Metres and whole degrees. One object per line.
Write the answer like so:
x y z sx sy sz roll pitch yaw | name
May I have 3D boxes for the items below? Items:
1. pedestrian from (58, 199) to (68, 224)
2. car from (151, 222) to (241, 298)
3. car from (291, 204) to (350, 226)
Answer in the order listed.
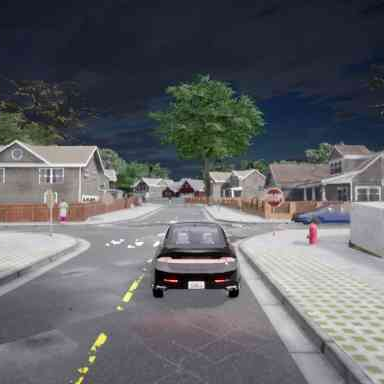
-9.707 1.454 25.018 0.375 1.860 0.375 0 -1 1 | pedestrian
0.079 1.506 8.544 2.128 1.511 4.902 0 0 0 | car
9.365 1.506 21.877 5.357 1.411 2.033 -1 -2 1 | car
